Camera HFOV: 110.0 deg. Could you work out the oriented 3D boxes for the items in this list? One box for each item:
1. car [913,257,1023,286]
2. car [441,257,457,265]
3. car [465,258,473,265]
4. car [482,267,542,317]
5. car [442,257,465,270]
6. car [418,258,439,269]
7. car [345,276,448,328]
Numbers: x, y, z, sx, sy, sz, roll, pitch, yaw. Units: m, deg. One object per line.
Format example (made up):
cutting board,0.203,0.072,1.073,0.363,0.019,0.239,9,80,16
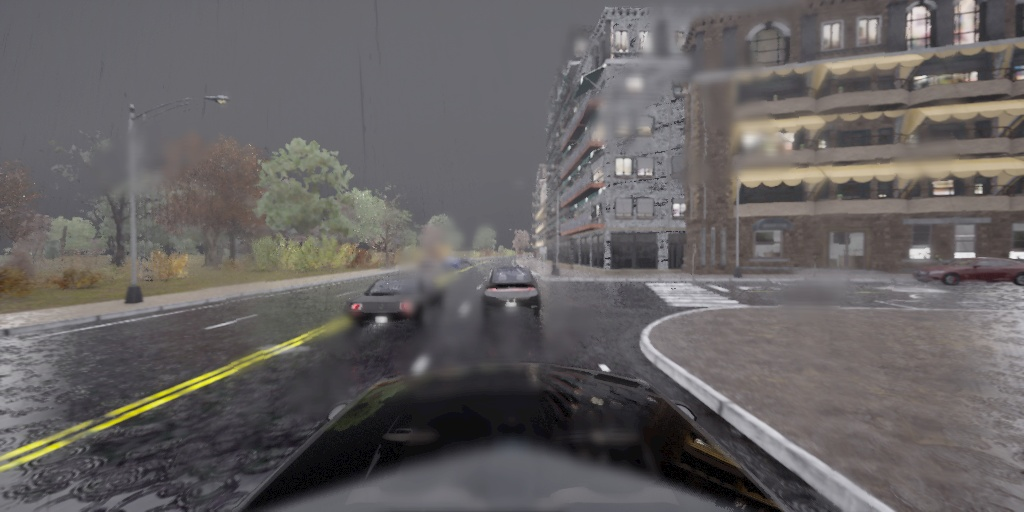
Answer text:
car,22.495,0.723,17.467,4.207,1.307,1.802,0,0,15
car,-11.121,0.856,63.838,2.033,1.411,5.357,0,0,-1
car,-7.854,0.923,61.613,1.895,1.301,4.718,0,0,0
car,-0.014,1.128,12.722,2.128,1.511,4.902,-1,2,0
car,-7.472,0.916,45.338,1.882,1.535,5.008,0,1,-2
car,-10.748,0.998,46.300,1.994,1.385,4.181,0,0,-2
car,-3.231,1.281,11.151,1.895,1.301,4.718,0,0,0
